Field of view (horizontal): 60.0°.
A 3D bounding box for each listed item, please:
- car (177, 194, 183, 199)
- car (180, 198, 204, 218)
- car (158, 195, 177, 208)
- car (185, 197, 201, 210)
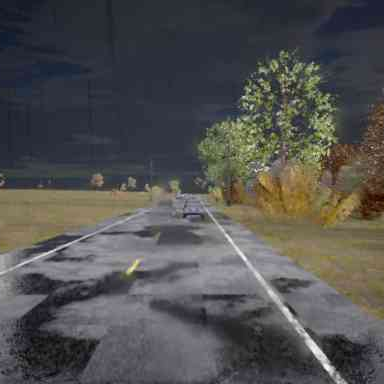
[{"bbox_3d":[-3.457,1.311,90.614,1.882,1.535,5.008,0,0,0],"label":"car"},{"bbox_3d":[0.115,1.488,29.274,2.033,1.411,5.357,0,0,0],"label":"car"},{"bbox_3d":[-3.564,1.455,46.048,2.033,1.411,5.357,0,0,0],"label":"car"},{"bbox_3d":[0.120,1.461,43.384,2.033,1.411,5.357,0,0,0],"label":"car"}]
